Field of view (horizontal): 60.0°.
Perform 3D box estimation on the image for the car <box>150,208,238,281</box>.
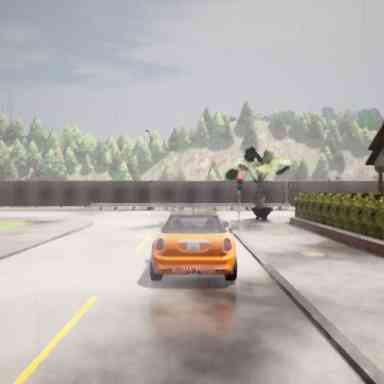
[{"bbox_3d":[0.054,1.261,9.748,2.097,1.767,4.553,0,1,0],"label":"car"}]
